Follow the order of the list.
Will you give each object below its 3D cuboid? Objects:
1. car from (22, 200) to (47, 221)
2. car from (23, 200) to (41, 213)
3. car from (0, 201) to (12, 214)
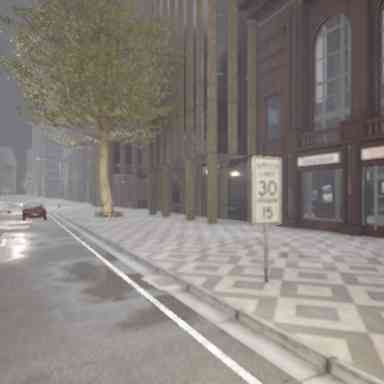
[{"bbox_3d":[-14.137,1.696,29.864,1.882,1.535,5.008,0,0,-26],"label":"car"},{"bbox_3d":[-20.304,1.787,42.087,1.882,1.535,5.008,0,0,-27],"label":"car"},{"bbox_3d":[-22.440,1.815,39.255,1.812,1.442,4.674,0,-1,-27],"label":"car"}]
